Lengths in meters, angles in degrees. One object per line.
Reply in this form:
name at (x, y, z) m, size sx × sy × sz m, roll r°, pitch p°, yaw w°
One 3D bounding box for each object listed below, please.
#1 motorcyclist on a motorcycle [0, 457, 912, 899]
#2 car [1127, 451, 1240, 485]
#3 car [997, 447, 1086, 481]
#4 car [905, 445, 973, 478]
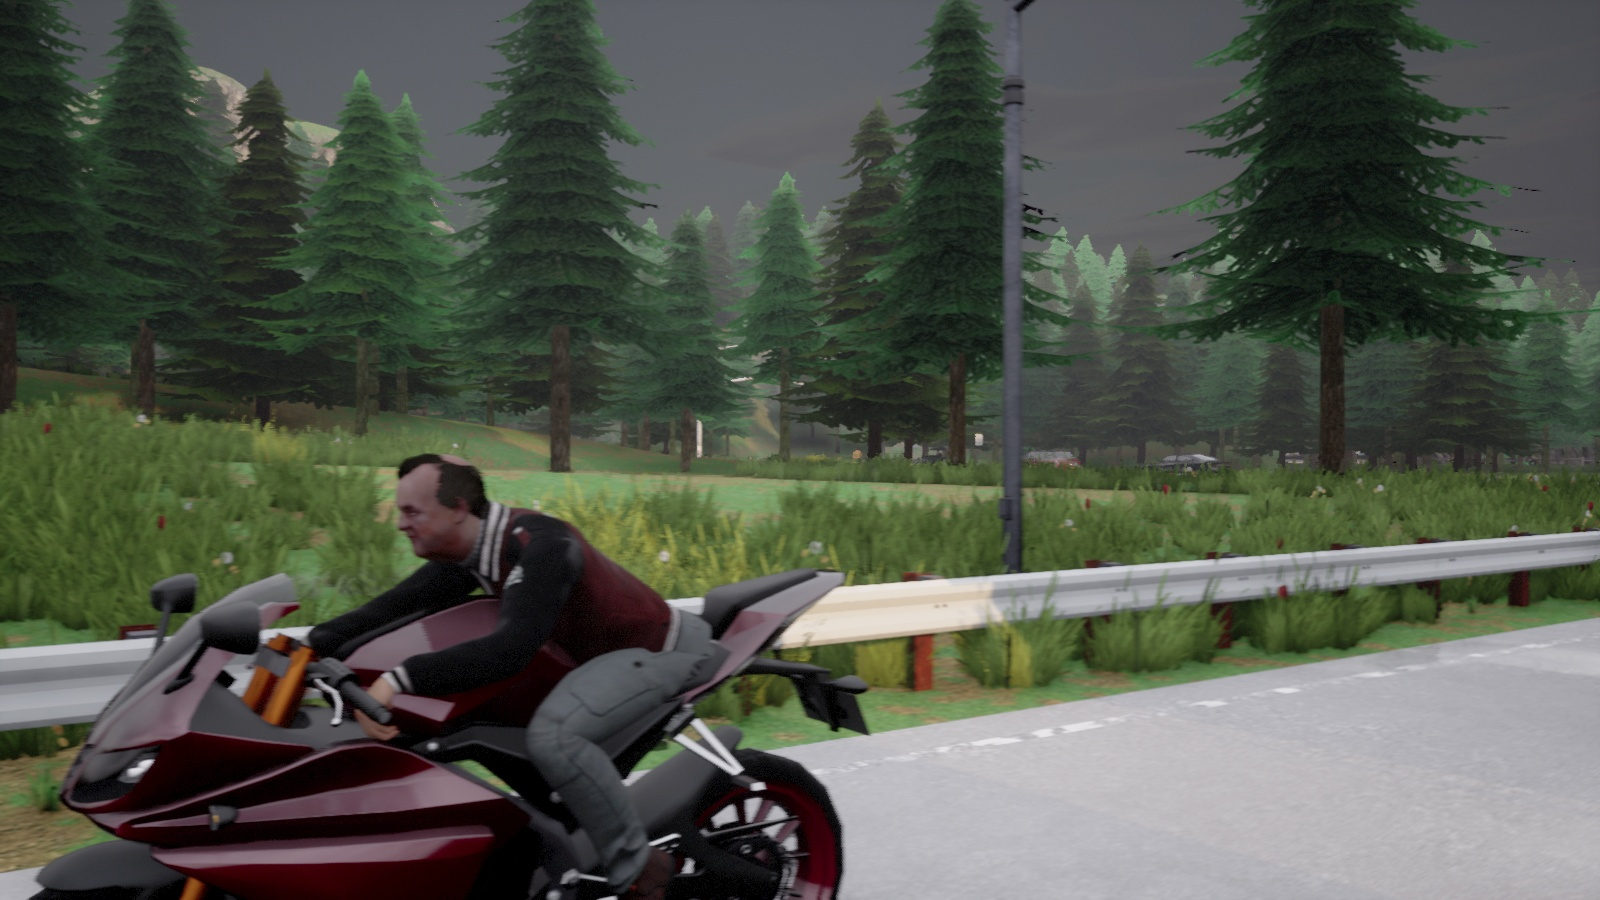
motorcyclist on a motorcycle at (-0.850, 0.789, 3.067) m, size 2.191 × 1.530 × 0.866 m, roll 0°, pitch 0°, yaw -35°
car at (18.084, 0.803, 59.436) m, size 1.882 × 1.535 × 5.008 m, roll 0°, pitch 0°, yaw -35°
car at (12.858, 0.714, 67.079) m, size 2.097 × 1.767 × 4.553 m, roll 0°, pitch 0°, yaw -34°
car at (8.171, 0.678, 74.110) m, size 1.905 × 1.878 × 3.866 m, roll 0°, pitch 0°, yaw -34°
